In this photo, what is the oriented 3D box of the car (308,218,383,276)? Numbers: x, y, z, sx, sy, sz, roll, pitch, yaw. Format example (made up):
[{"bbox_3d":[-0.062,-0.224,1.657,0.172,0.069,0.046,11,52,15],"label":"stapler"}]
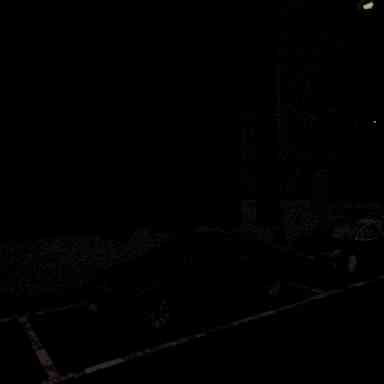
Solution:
[{"bbox_3d":[4.757,1.499,10.060,4.403,1.369,2.008,0,0,-36],"label":"car"}]

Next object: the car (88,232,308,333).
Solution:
[{"bbox_3d":[0.144,1.544,6.764,4.313,1.339,1.947,0,0,-36],"label":"car"}]
